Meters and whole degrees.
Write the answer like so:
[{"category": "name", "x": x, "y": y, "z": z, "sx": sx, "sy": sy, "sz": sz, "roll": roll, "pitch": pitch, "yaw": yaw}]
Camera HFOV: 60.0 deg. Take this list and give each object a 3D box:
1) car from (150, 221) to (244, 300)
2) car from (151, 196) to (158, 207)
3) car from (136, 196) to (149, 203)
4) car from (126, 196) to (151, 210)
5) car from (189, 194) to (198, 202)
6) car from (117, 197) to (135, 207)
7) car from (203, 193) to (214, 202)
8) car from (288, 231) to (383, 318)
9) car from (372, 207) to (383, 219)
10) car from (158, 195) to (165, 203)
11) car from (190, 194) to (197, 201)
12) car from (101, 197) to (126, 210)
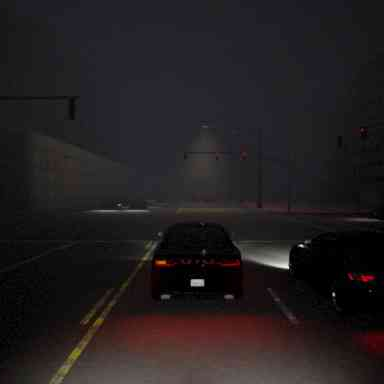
[{"category": "car", "x": 0.106, "y": 1.477, "z": 8.443, "sx": 1.882, "sy": 1.535, "sz": 5.008, "roll": 0, "pitch": 0, "yaw": 0}, {"category": "car", "x": -6.851, "y": 1.525, "z": 52.179, "sx": 1.812, "sy": 1.442, "sz": 4.674, "roll": 0, "pitch": 0, "yaw": 0}, {"category": "car", "x": -10.200, "y": 1.562, "z": 68.846, "sx": 1.994, "sy": 1.385, "sz": 4.181, "roll": 0, "pitch": 0, "yaw": 0}, {"category": "car", "x": -6.904, "y": 1.563, "z": 43.277, "sx": 1.994, "sy": 1.385, "sz": 4.181, "roll": 0, "pitch": 0, "yaw": 0}, {"category": "car", "x": 0.319, "y": 1.514, "z": 73.040, "sx": 1.812, "sy": 1.442, "sz": 4.674, "roll": 0, "pitch": 0, "yaw": 0}, {"category": "car", "x": -10.352, "y": 1.525, "z": 52.375, "sx": 1.812, "sy": 1.442, "sz": 4.674, "roll": 0, "pitch": 0, "yaw": 0}, {"category": "car", "x": 3.819, "y": 1.514, "z": 73.025, "sx": 1.812, "sy": 1.442, "sz": 4.674, "roll": 0, "pitch": 0, "yaw": 0}, {"category": "car", "x": 3.606, "y": 1.564, "z": 7.462, "sx": 1.994, "sy": 1.385, "sz": 4.181, "roll": 0, "pitch": 0, "yaw": 0}, {"category": "car", "x": 17.246, "y": 1.525, "z": 27.109, "sx": 4.674, "sy": 1.442, "sz": 1.812, "roll": 0, "pitch": 0, "yaw": 0}, {"category": "car", "x": -6.700, "y": 1.503, "z": 68.943, "sx": 1.837, "sy": 1.490, "sz": 4.892, "roll": 0, "pitch": 0, "yaw": 0}, {"category": "car", "x": 0.363, "y": 1.363, "z": 83.042, "sx": 1.882, "sy": 1.535, "sz": 5.008, "roll": 0, "pitch": 0, "yaw": 0}, {"category": "car", "x": -10.405, "y": 1.563, "z": 43.237, "sx": 1.994, "sy": 1.385, "sz": 4.181, "roll": 0, "pitch": 0, "yaw": 0}]
